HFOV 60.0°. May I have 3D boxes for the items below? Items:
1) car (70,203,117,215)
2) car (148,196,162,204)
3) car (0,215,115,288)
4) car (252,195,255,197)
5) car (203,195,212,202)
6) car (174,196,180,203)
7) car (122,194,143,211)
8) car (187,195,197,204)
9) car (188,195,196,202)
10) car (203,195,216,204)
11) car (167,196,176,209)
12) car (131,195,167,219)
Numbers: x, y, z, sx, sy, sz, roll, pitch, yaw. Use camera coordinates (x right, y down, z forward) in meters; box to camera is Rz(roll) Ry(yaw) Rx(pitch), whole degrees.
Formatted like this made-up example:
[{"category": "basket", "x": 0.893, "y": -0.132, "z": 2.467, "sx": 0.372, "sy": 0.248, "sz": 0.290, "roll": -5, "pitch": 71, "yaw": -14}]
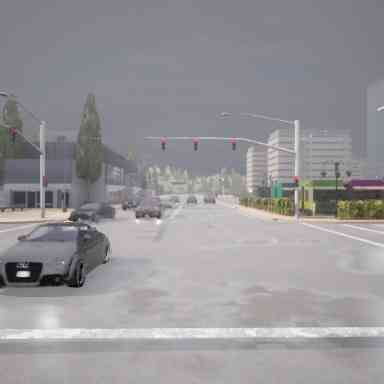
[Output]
[{"category": "car", "x": -7.619, "y": 1.555, "z": 26.242, "sx": 2.033, "sy": 1.411, "sz": 5.357, "roll": 0, "pitch": 0, "yaw": 8}, {"category": "car", "x": -7.053, "y": 1.509, "z": 64.525, "sx": 2.128, "sy": 1.511, "sz": 4.902, "roll": 0, "pitch": 0, "yaw": 0}, {"category": "car", "x": -3.603, "y": 1.566, "z": 9.106, "sx": 1.994, "sy": 1.385, "sz": 4.181, "roll": 0, "pitch": 0, "yaw": 0}, {"category": "car", "x": 17.744, "y": 1.177, "z": 86.873, "sx": 4.605, "sy": 1.855, "sz": 1.932, "roll": 0, "pitch": 0, "yaw": -2}, {"category": "car", "x": 3.479, "y": 1.417, "z": 73.977, "sx": 1.812, "sy": 1.442, "sz": 4.674, "roll": 0, "pitch": 0, "yaw": 0}, {"category": "car", "x": -3.528, "y": 1.527, "z": 67.398, "sx": 1.837, "sy": 1.490, "sz": 4.892, "roll": 0, "pitch": 0, "yaw": 0}, {"category": "car", "x": -7.112, "y": 1.231, "z": 41.144, "sx": 2.150, "sy": 2.045, "sz": 5.566, "roll": 0, "pitch": 0, "yaw": 0}, {"category": "car", "x": -0.018, "y": 1.509, "z": 63.701, "sx": 2.128, "sy": 1.511, "sz": 4.902, "roll": 0, "pitch": 0, "yaw": 0}, {"category": "car", "x": -0.021, "y": 1.393, "z": 73.974, "sx": 1.837, "sy": 1.490, "sz": 4.892, "roll": 0, "pitch": 0, "yaw": 0}, {"category": "car", "x": 3.482, "y": 1.509, "z": 63.702, "sx": 2.128, "sy": 1.511, "sz": 4.902, "roll": 0, "pitch": 0, "yaw": 0}, {"category": "car", "x": -3.612, "y": 1.613, "z": 44.688, "sx": 1.895, "sy": 1.301, "sz": 4.718, "roll": 0, "pitch": 0, "yaw": 0}, {"category": "car", "x": -3.609, "y": 1.360, "z": 28.890, "sx": 2.097, "sy": 1.767, "sz": 4.553, "roll": 0, "pitch": 0, "yaw": 0}]
